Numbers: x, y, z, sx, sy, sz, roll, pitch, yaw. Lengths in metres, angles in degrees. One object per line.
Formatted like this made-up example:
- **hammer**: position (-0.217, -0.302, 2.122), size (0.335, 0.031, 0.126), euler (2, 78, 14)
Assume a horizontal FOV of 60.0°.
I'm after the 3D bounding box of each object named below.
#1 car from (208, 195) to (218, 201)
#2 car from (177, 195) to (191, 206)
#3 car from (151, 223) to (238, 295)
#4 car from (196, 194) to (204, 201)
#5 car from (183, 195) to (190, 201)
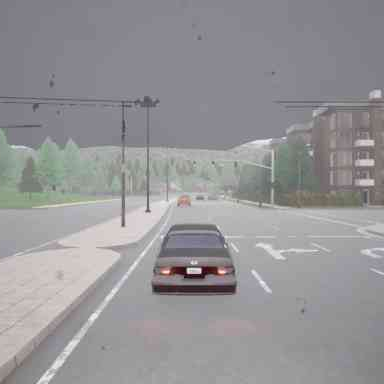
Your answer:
- **car**: position (5.569, 1.539, 85.452), size (2.033, 1.411, 5.357), euler (0, 0, 0)
- **car**: position (-1.300, 1.352, 54.588), size (2.097, 1.767, 4.553), euler (0, 0, -1)
- **car**: position (0.052, 1.547, 8.841), size (2.033, 1.411, 5.357), euler (0, 0, 0)
- **car**: position (2.069, 1.477, 85.448), size (1.882, 1.535, 5.008), euler (0, 0, 0)
- **car**: position (-1.431, 1.523, 85.413), size (1.812, 1.442, 4.674), euler (0, 0, 0)
